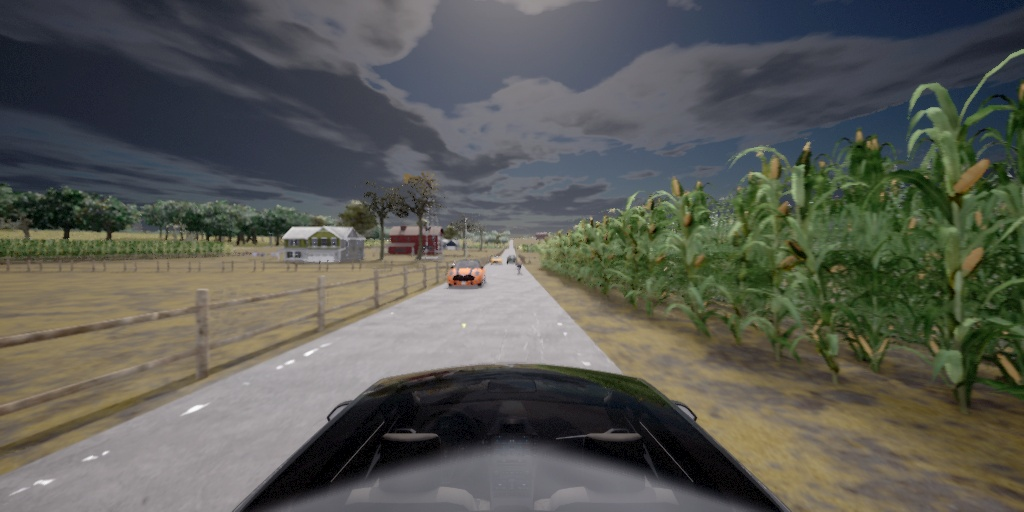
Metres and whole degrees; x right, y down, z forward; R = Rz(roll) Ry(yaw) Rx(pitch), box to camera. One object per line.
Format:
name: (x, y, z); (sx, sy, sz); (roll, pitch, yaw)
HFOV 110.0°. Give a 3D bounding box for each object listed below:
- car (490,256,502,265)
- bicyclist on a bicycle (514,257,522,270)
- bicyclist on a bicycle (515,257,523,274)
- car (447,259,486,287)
car: (-2.766, 0.785, 64.100); (1.882, 1.535, 5.008); (0, 1, 1)
bicyclist on a bicycle: (0.750, 0.918, 45.249); (0.866, 1.612, 1.509); (0, 0, 0)
bicyclist on a bicycle: (0.757, 0.995, 36.097); (0.866, 1.612, 1.509); (0, 0, 0)
car: (-2.844, 1.003, 23.290); (2.097, 1.767, 4.553); (0, 0, 0)
